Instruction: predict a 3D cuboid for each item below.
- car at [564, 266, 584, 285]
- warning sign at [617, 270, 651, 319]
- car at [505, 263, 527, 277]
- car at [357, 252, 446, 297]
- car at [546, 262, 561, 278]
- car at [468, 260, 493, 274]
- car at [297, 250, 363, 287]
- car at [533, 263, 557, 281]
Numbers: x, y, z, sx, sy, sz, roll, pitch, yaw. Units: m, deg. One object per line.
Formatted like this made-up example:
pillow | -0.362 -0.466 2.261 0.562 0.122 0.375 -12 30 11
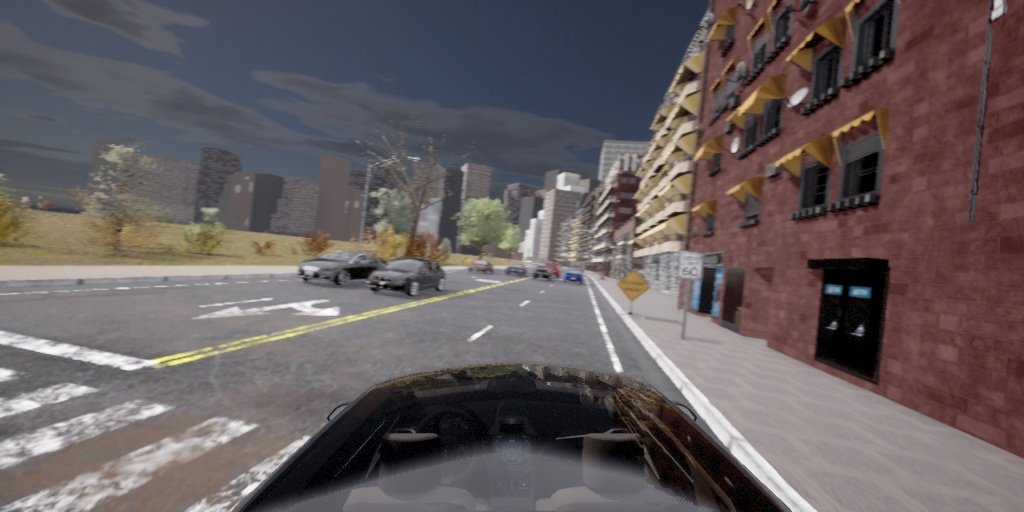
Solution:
car | 6.836 2.213 39.472 1.882 1.535 5.008 6 0 11
warning sign | 4.740 1.467 14.379 1.300 1.860 1.060 0 0 11
car | 0.584 1.604 41.658 2.033 1.411 5.357 6 0 12
car | -4.454 0.845 15.973 1.837 1.490 4.892 6 0 11
car | 5.544 1.878 49.887 2.150 2.045 5.566 6 0 11
car | -3.270 1.139 38.896 1.812 1.442 4.674 6 -1 12
car | -7.603 0.487 16.698 2.128 1.511 4.902 6 0 11
car | 3.432 1.860 38.930 1.837 1.490 4.892 6 0 11
